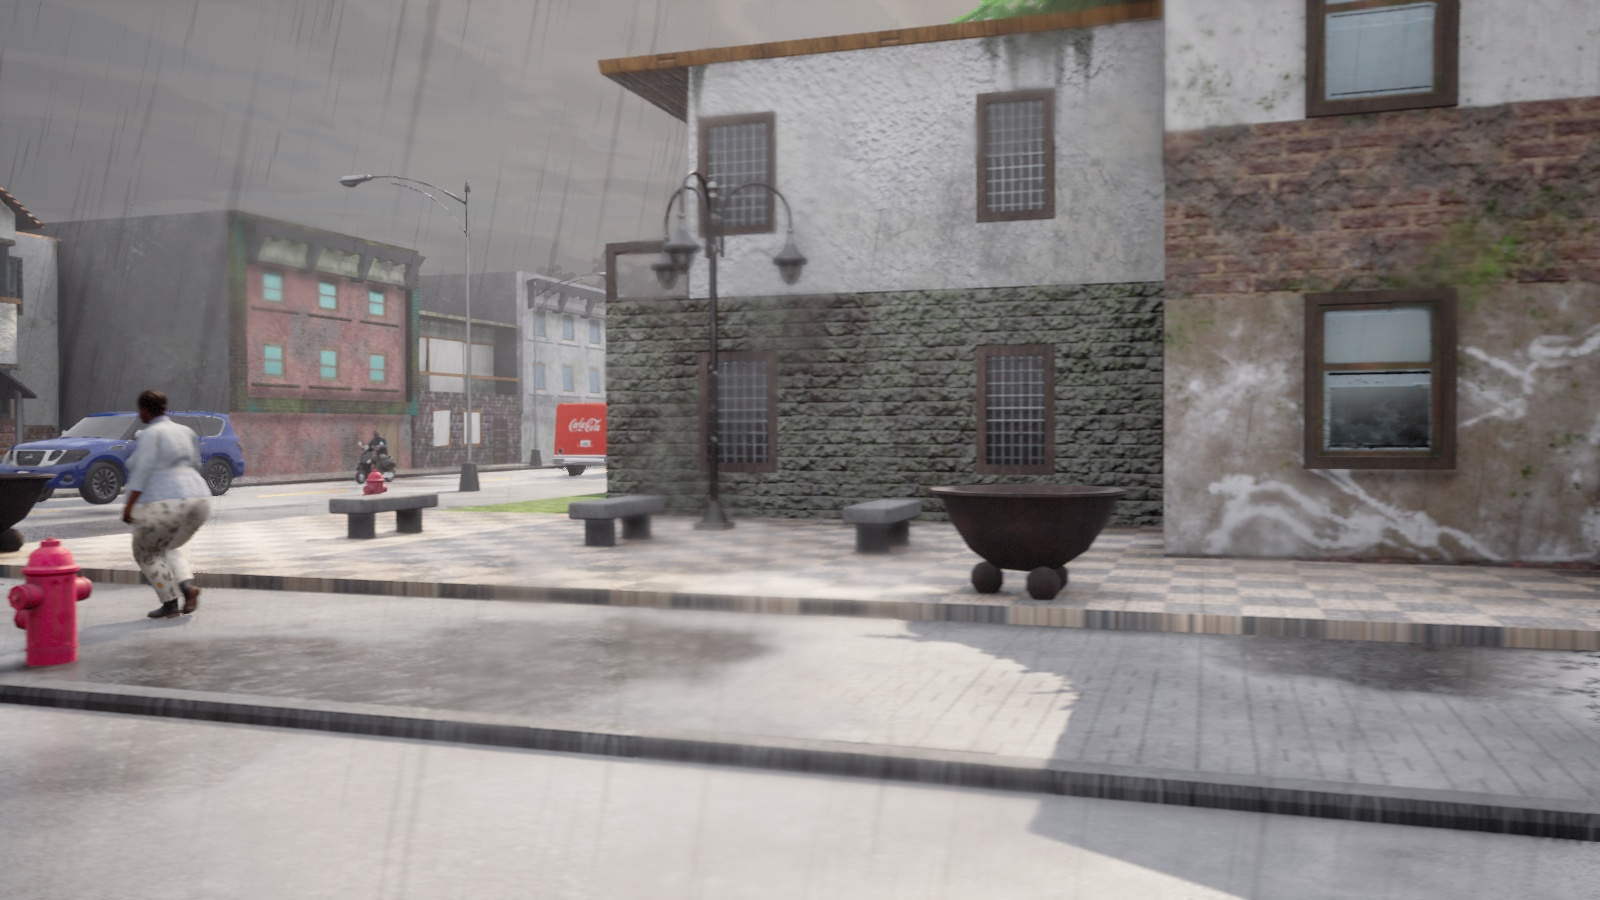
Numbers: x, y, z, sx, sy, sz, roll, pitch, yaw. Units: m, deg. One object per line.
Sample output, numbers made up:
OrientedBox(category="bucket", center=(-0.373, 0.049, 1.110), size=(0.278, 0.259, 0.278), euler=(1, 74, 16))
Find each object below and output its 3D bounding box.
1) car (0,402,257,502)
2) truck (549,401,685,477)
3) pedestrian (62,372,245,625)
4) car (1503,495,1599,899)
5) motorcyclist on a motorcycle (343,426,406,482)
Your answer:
OrientedBox(category="car", center=(-15.331, -0.010, 28.804), size=(2.150, 2.045, 5.566), euler=(1, 1, 17))
OrientedBox(category="truck", center=(-6.251, -0.414, 43.655), size=(2.627, 2.467, 5.204), euler=(1, 1, 18))
OrientedBox(category="pedestrian", center=(-4.979, 0.345, 9.713), size=(0.900, 1.855, 0.874), euler=(1, 1, 16))
OrientedBox(category="car", center=(3.924, 0.870, 2.407), size=(4.181, 1.385, 1.994), euler=(1, 1, 18))
OrientedBox(category="motorcyclist on a motorcycle", center=(-12.583, 0.101, 37.185), size=(0.866, 1.590, 1.817), euler=(1, 1, 18))
